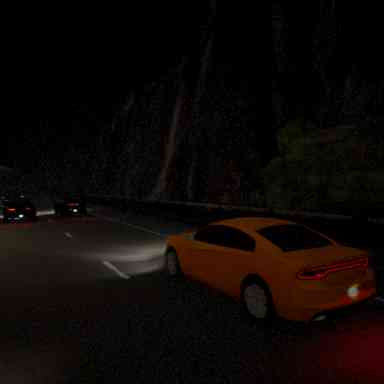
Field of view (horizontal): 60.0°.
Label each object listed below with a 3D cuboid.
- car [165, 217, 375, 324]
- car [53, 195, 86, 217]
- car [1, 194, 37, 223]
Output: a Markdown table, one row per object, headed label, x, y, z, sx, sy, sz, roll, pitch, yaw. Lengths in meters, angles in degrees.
| label | x | y | z | sx | sy | sz | roll | pitch | yaw |
| --- | --- | --- | --- | --- | --- | --- | --- | --- | --- |
| car | 1.112 | 1.271 | 6.969 | 1.882 | 1.535 | 5.008 | -2 | 2 | -29 |
| car | -9.539 | 1.024 | 25.857 | 1.837 | 1.490 | 4.892 | -2 | 2 | -29 |
| car | -11.748 | 1.172 | 22.654 | 1.837 | 1.490 | 4.892 | -2 | 2 | -29 |
